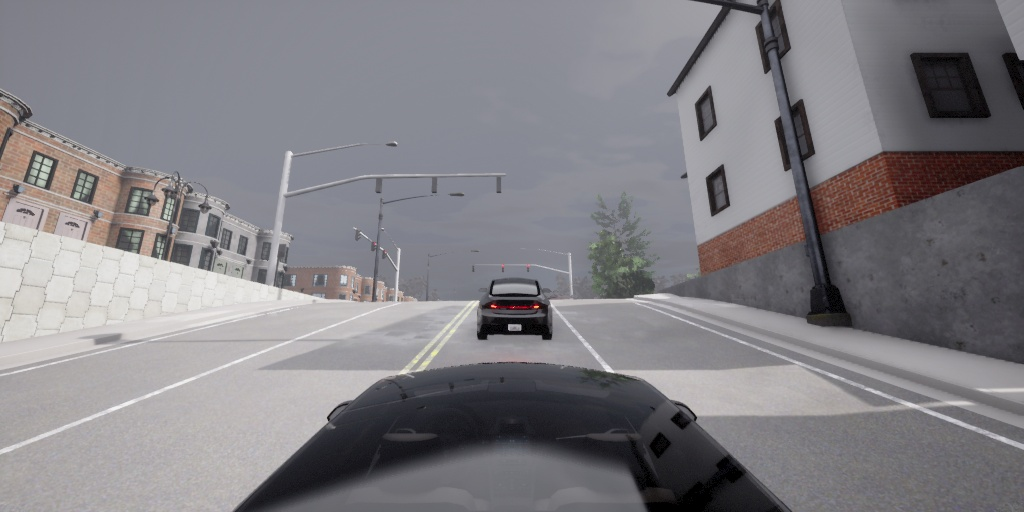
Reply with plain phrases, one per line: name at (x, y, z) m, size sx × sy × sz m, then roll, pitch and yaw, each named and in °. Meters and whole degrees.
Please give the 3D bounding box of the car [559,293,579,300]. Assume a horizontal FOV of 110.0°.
car at (3.539, 3.772, 30.007) m, size 4.553 × 1.767 × 2.097 m, roll -9°, pitch -17°, yaw 33°

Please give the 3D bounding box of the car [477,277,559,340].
car at (0.076, 1.351, 10.332) m, size 1.837 × 1.490 × 4.892 m, roll 0°, pitch 0°, yaw 0°
